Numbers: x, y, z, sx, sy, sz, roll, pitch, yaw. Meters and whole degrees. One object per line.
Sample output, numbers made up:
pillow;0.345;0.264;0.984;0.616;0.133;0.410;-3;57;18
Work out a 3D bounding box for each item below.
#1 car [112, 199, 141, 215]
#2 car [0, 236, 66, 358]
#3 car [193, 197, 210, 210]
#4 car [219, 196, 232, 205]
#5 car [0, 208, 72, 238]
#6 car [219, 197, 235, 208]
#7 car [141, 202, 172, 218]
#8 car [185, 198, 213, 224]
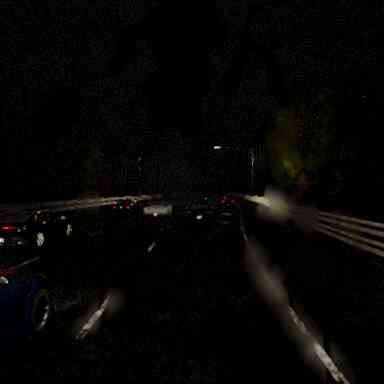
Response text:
car;-6.184;1.422;31.977;2.033;1.411;5.357;0;0;2
car;-3.363;1.546;3.997;1.994;1.385;4.181;0;0;0
car;1.288;1.413;41.278;1.994;1.385;4.181;0;0;3
car;5.432;1.414;53.662;1.895;1.301;4.718;0;0;4
car;-6.729;1.446;14.187;1.837;1.490;4.892;0;0;1
car;4.702;1.368;44.082;1.812;1.442;4.674;0;0;5
car;-2.811;1.489;28.674;1.895;1.301;4.718;0;0;2
car;0.516;1.434;23.517;1.812;1.442;4.674;0;0;2
